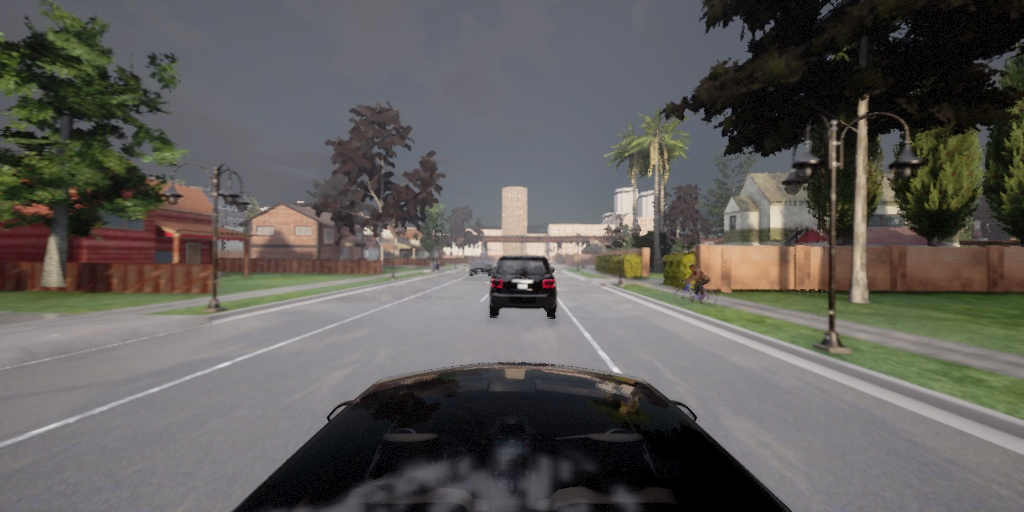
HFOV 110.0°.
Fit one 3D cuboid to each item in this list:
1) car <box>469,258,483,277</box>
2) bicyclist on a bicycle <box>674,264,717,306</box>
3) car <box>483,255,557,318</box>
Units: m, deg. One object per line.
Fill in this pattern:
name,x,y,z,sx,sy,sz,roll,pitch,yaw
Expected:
car,-2.605,0.922,32.043,1.837,1.490,4.892,1,0,2
bicyclist on a bicycle,7.037,1.131,13.736,1.656,1.620,0.582,2,0,2
car,0.421,0.991,13.251,2.150,2.045,5.566,1,0,2
